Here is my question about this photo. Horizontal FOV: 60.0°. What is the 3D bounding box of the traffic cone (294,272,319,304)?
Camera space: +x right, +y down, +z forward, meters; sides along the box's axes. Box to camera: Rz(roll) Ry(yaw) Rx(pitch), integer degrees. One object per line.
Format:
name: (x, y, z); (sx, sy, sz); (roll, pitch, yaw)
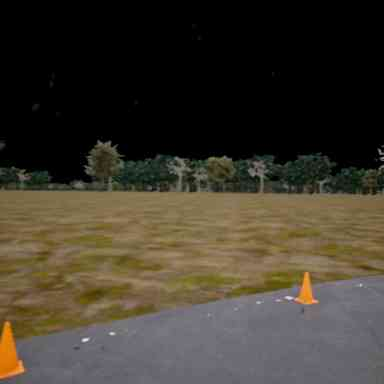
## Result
traffic cone: (2.326, 1.917, 6.745); (0.340, 0.580, 0.340); (0, 1, -27)

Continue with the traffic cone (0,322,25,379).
traffic cone: (-2.251, 1.888, 4.061); (0.340, 0.580, 0.340); (0, 1, -34)
